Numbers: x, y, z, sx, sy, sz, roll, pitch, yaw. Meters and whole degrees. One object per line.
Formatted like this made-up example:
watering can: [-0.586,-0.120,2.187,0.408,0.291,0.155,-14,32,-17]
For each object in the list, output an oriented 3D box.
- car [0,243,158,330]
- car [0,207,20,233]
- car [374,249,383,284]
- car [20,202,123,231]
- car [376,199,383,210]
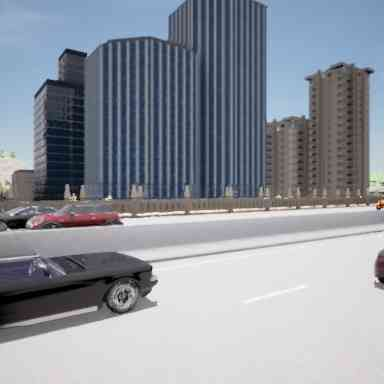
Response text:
car: [-3.006,1.601,5.901,4.718,1.301,1.895,0,0,-36]
car: [-9.258,1.492,18.868,4.902,1.511,2.128,0,0,-35]
car: [6.393,1.564,8.261,4.181,1.385,1.994,0,0,-35]
car: [-5.924,1.352,16.939,4.553,1.767,2.097,0,0,-35]
car: [25.581,1.353,42.572,4.553,1.767,2.097,0,0,-34]
